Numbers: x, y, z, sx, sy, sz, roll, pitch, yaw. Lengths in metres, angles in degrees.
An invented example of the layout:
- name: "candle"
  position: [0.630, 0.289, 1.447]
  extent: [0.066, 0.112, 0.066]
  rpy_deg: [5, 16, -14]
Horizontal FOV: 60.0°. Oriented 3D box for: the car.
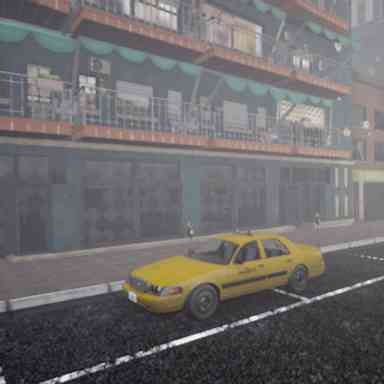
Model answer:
- name: "car"
  position: [0.921, 1.511, 7.227]
  extent: [4.829, 1.417, 1.752]
  rpy_deg: [0, -1, -35]
